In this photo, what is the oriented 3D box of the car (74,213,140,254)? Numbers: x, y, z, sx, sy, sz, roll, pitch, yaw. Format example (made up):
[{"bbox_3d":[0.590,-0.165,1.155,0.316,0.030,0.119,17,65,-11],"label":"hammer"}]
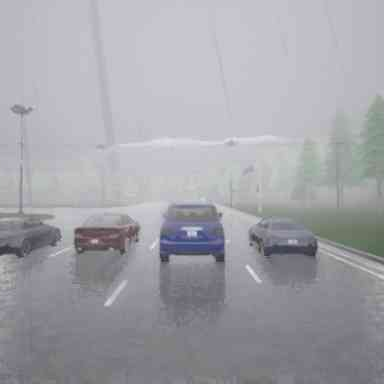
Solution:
[{"bbox_3d":[-3.467,1.634,14.382,1.882,1.535,5.008,0,0,0],"label":"car"}]

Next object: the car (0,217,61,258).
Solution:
[{"bbox_3d":[-6.974,1.712,13.516,1.994,1.385,4.181,0,-1,0],"label":"car"}]

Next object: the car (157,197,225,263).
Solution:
[{"bbox_3d":[0.015,1.363,12.685,2.150,2.045,5.566,0,0,0],"label":"car"}]

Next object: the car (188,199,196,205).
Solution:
[{"bbox_3d":[0.053,2.391,79.866,1.812,1.442,4.674,0,-1,0],"label":"car"}]

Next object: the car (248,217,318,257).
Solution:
[{"bbox_3d":[3.527,1.713,13.584,1.994,1.385,4.181,0,-1,0],"label":"car"}]
